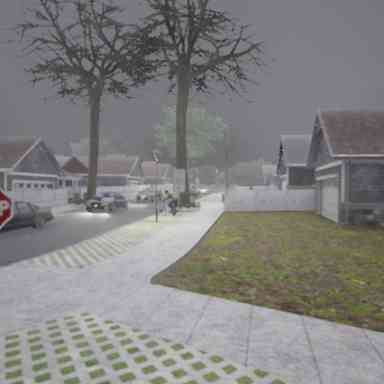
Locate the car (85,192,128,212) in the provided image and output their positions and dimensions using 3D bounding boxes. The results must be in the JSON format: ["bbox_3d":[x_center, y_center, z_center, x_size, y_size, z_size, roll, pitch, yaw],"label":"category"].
[{"bbox_3d":[-6.444,0.723,25.457,1.994,1.385,4.181,1,2,10],"label":"car"}]

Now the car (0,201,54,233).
[{"bbox_3d":[-8.493,1.135,14.892,2.033,1.411,5.357,1,3,13],"label":"car"}]

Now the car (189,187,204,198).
[{"bbox_3d":[0.056,0.071,45.534,1.895,1.301,4.718,1,2,10],"label":"car"}]

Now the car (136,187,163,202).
[{"bbox_3d":[-4.553,0.262,36.081,2.128,1.511,4.902,1,2,10],"label":"car"}]

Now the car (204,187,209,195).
[{"bbox_3d":[1.742,-0.252,55.396,1.895,1.301,4.718,1,2,10],"label":"car"}]

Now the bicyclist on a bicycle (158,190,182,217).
[{"bbox_3d":[-1.393,0.711,20.334,1.656,1.620,0.582,1,2,10],"label":"bicyclist on a bicycle"}]
